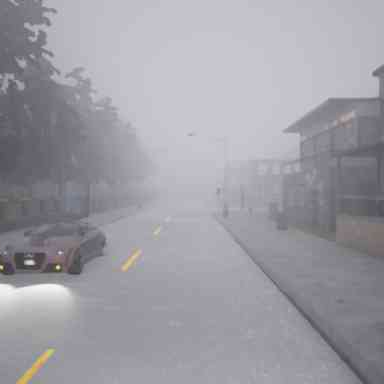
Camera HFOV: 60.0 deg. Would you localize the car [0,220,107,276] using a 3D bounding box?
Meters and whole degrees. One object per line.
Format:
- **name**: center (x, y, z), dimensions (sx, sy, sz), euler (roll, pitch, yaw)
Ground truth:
- **car**: center (-4.047, 1.583, 10.317), dimensions (1.994, 1.385, 4.181), euler (0, 0, 1)
